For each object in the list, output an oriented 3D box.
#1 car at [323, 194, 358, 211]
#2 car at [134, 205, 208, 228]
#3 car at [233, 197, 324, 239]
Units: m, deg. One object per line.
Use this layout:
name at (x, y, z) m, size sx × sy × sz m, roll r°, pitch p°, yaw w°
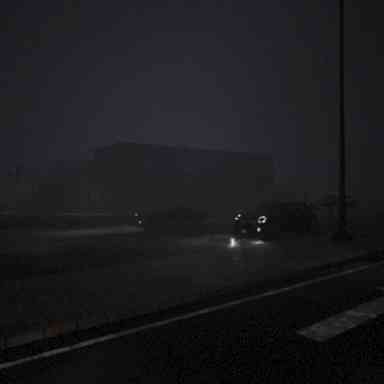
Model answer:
car at (11.112, 0.914, 25.930) m, size 4.892 × 1.490 × 1.837 m, roll -1°, pitch 0°, yaw -36°
car at (-1.334, 1.506, 21.455) m, size 4.718 × 1.301 × 1.895 m, roll -1°, pitch 0°, yaw -35°
car at (4.251, 1.242, 16.832) m, size 4.553 × 1.767 × 2.097 m, roll -1°, pitch 0°, yaw -35°
